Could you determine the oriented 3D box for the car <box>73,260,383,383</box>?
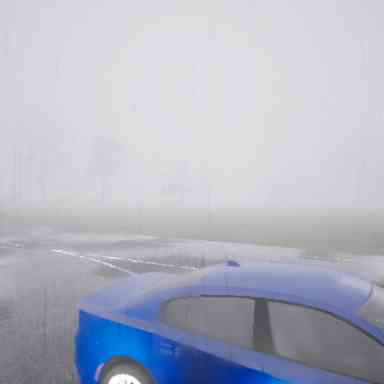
[{"bbox_3d":[1.145,1.478,3.057,5.008,1.535,1.882,0,0,29],"label":"car"}]
